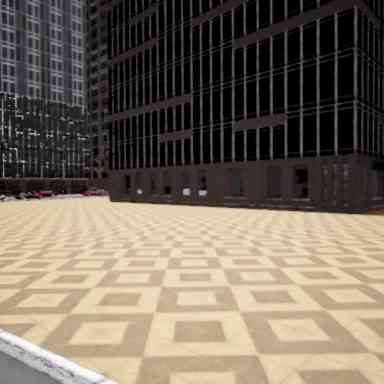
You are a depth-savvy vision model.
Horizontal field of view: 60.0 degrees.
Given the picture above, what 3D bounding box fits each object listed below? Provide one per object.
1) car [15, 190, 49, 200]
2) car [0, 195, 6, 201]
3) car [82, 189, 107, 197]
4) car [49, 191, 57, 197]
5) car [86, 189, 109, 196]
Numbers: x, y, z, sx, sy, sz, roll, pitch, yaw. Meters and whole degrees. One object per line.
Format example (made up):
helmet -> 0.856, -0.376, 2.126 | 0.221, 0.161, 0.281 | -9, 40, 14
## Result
car -> -26.292, 0.612, 54.032 | 1.947, 1.339, 4.313 | 1, 3, 44
car -> -30.210, 0.645, 49.906 | 1.967, 1.590, 4.097 | 1, 3, 44
car -> -18.423, 0.313, 62.243 | 1.802, 1.307, 4.206 | 1, 3, 44
car -> -28.393, 0.354, 64.012 | 1.887, 1.381, 4.507 | 1, 3, 44
car -> -20.471, 0.060, 72.171 | 1.947, 1.339, 4.313 | 1, 3, 44
